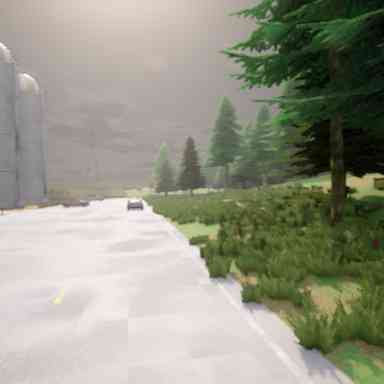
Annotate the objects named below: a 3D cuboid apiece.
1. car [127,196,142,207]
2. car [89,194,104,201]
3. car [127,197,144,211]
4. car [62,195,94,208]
[{"bbox_3d":[-8.711,1.439,50.333,2.033,1.411,5.357,-2,0,-10],"label":"car"},{"bbox_3d":[-24.624,1.605,85.365,3.988,1.617,1.851,-2,0,-11],"label":"car"},{"bbox_3d":[-6.915,1.473,40.489,1.994,1.385,4.181,-2,0,-10],"label":"car"},{"bbox_3d":[-18.386,1.721,52.948,4.181,1.381,1.994,-2,0,-11],"label":"car"}]
